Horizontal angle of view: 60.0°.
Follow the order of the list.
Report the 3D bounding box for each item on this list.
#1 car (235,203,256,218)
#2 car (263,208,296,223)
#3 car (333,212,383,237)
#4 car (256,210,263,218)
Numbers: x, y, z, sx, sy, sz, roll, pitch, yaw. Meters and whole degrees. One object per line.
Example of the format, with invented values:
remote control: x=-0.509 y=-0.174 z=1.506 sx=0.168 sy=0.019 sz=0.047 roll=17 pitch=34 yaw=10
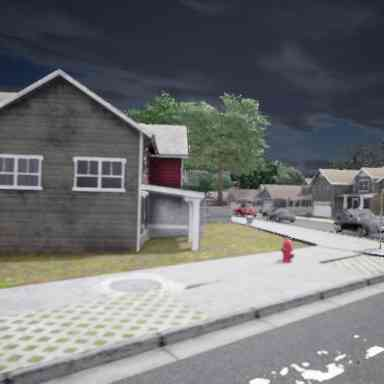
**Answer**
car: x=8.149 y=2.762 z=50.416 sx=2.150 sy=2.045 sz=5.566 roll=2 pitch=-2 yaw=-7
car: x=9.707 y=2.570 z=36.414 sx=1.837 sy=1.490 sz=4.892 roll=2 pitch=-2 yaw=-6
car: x=10.948 y=2.042 z=21.372 sx=2.128 sy=1.511 sz=4.902 roll=2 pitch=-2 yaw=-4
car: x=11.415 y=3.002 z=47.510 sx=2.128 sy=1.511 sz=4.902 roll=2 pitch=-2 yaw=-7
